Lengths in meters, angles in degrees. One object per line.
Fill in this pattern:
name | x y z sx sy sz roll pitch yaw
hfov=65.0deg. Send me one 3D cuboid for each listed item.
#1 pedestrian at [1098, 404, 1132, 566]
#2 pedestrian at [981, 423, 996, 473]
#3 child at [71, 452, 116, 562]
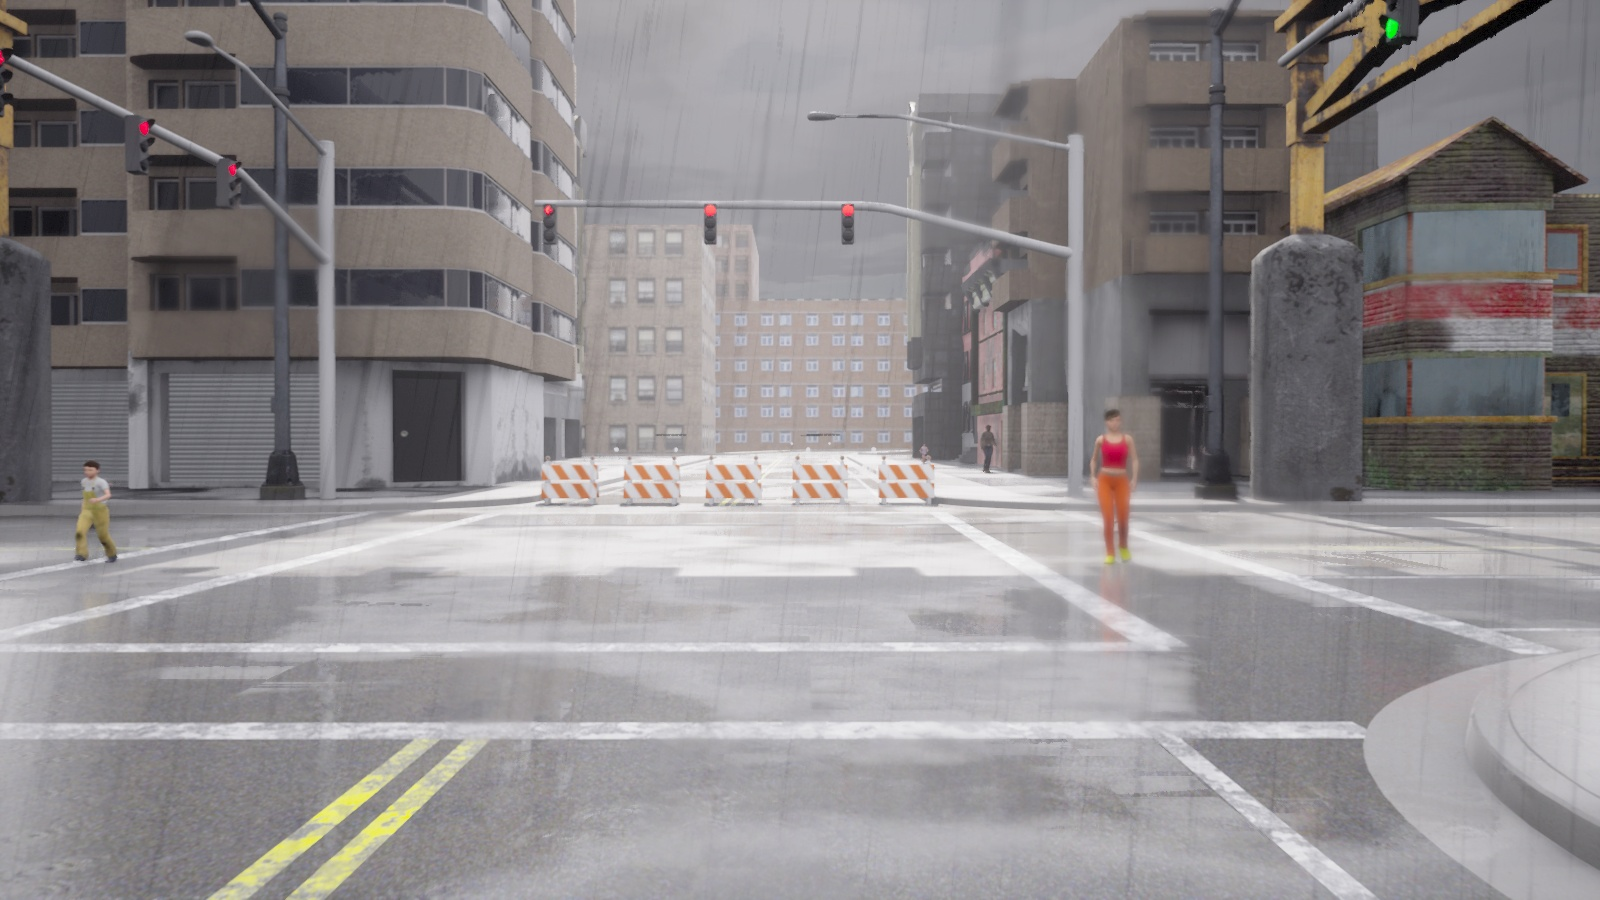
pedestrian | 3.638 0.390 14.511 0.345 1.836 0.594 0 1 11
pedestrian | 6.950 -0.078 46.290 0.328 1.805 0.869 0 1 -7
child | -8.263 0.663 14.695 0.270 1.263 0.437 0 1 0
